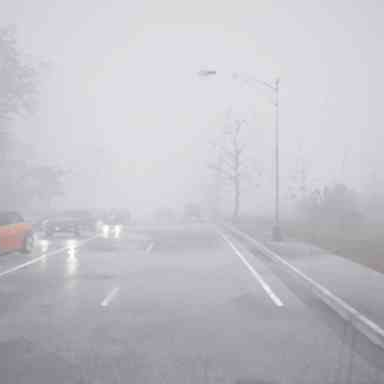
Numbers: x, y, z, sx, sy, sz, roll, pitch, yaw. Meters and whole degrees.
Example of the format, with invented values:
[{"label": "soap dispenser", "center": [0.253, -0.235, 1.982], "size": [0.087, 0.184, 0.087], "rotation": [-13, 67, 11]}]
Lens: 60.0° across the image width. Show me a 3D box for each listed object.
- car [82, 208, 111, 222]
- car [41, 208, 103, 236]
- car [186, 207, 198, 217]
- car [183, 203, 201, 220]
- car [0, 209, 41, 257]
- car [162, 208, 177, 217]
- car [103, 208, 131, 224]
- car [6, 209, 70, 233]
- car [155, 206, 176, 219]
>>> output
[{"label": "car", "center": [-10.577, 2.538, 37.000], "size": [1.994, 1.385, 4.181], "rotation": [0, -2, 0]}, {"label": "car", "center": [-7.090, 1.761, 19.973], "size": [1.837, 1.490, 4.892], "rotation": [0, -2, 0]}, {"label": "car", "center": [-0.001, 3.138, 52.610], "size": [1.882, 1.535, 5.008], "rotation": [0, -3, 0]}, {"label": "car", "center": [-0.001, 2.424, 42.217], "size": [2.150, 2.045, 5.566], "rotation": [0, -3, 0]}, {"label": "car", "center": [-7.093, 1.391, 10.839], "size": [2.097, 1.767, 4.553], "rotation": [0, -1, 0]}, {"label": "car", "center": [-3.502, 3.208, 52.607], "size": [2.033, 1.411, 5.357], "rotation": [0, -3, 0]}, {"label": "car", "center": [-7.081, 2.240, 31.855], "size": [2.128, 1.511, 4.902], "rotation": [0, -3, 0]}, {"label": "car", "center": [-10.586, 1.933, 23.447], "size": [2.033, 1.411, 5.357], "rotation": [0, -2, 0]}, {"label": "car", "center": [-3.501, 2.571, 42.568], "size": [2.097, 1.767, 4.553], "rotation": [0, -3, 0]}]
